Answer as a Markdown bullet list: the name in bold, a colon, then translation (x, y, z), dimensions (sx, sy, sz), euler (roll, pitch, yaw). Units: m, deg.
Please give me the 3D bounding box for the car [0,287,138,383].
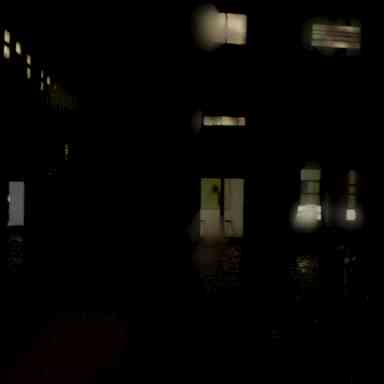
- **car**: translation (-2.925, 1.465, 2.885), dimensions (4.829, 1.417, 1.752), euler (1, 0, -7)
